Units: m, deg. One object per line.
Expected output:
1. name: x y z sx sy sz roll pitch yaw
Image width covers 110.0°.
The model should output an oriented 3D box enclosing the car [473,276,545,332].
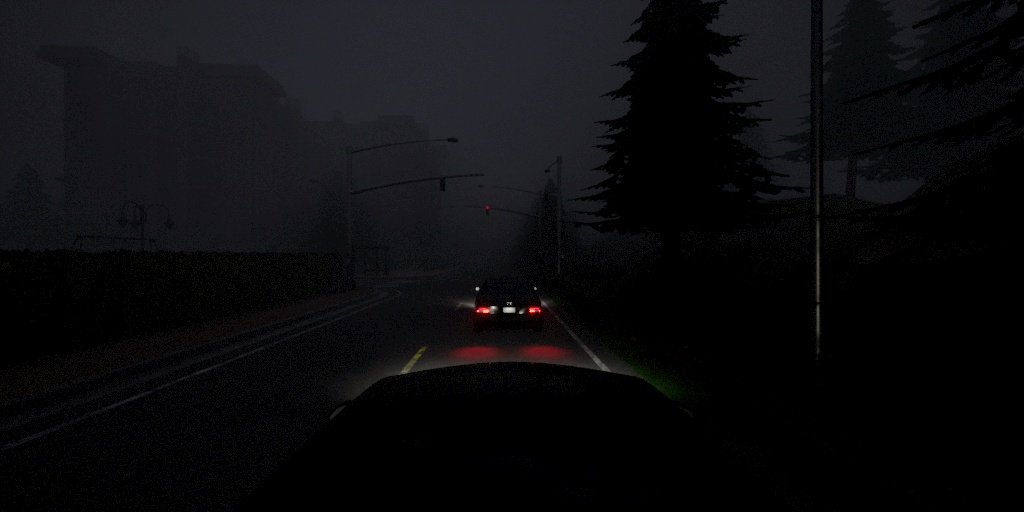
1. car: -0.155 1.296 10.796 2.033 1.411 5.357 0 0 -2
